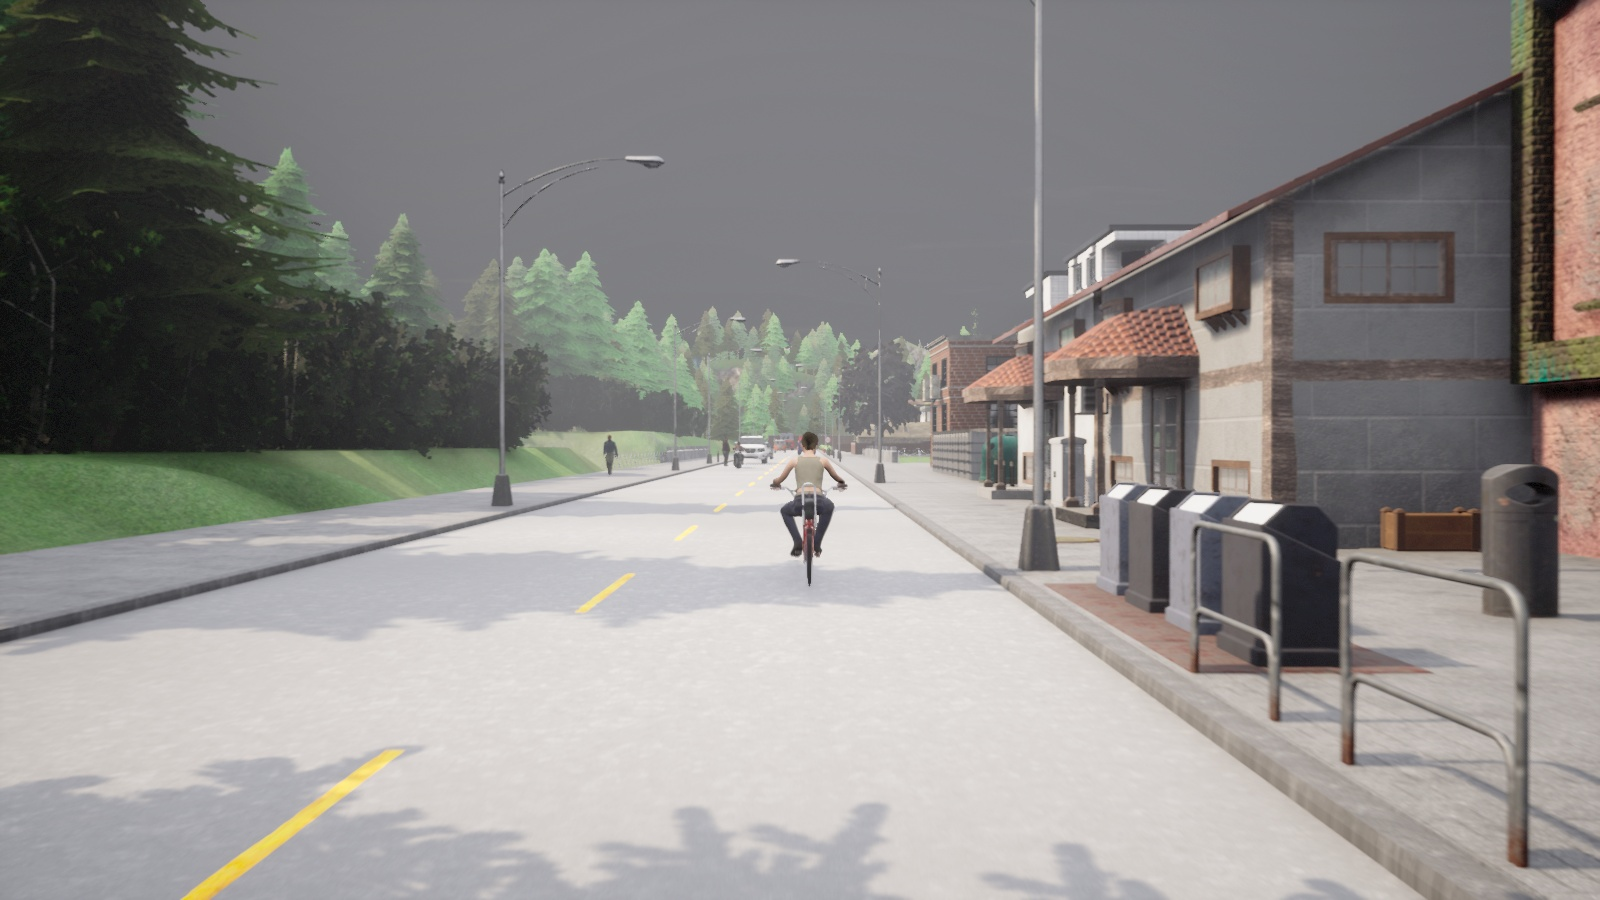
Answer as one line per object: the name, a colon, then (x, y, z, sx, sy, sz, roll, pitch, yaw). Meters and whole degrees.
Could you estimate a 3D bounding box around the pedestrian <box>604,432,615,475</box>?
pedestrian: (-8.264, 0.150, 54.423, 0.370, 1.835, 0.726, 0, 0, 0)

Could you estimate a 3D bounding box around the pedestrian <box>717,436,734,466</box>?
pedestrian: (-4.487, 0.051, 75.991, 0.899, 1.844, 0.634, 0, 0, 11)

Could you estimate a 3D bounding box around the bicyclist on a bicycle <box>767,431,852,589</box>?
bicyclist on a bicycle: (0.097, 0.609, 13.600, 0.866, 1.612, 1.509, 0, 0, 0)

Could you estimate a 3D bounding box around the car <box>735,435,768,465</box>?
car: (-3.503, -0.044, 91.187, 2.150, 2.045, 5.566, 0, 1, 0)
